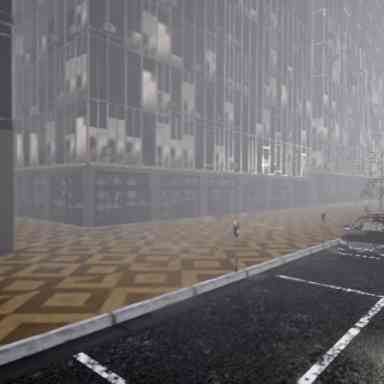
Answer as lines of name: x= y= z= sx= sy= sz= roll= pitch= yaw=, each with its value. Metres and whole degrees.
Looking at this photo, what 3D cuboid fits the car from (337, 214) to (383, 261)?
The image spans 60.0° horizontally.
car: x=6.301 y=1.439 z=11.159 sx=2.008 sy=1.369 sz=4.403 roll=1 pitch=1 yaw=42
